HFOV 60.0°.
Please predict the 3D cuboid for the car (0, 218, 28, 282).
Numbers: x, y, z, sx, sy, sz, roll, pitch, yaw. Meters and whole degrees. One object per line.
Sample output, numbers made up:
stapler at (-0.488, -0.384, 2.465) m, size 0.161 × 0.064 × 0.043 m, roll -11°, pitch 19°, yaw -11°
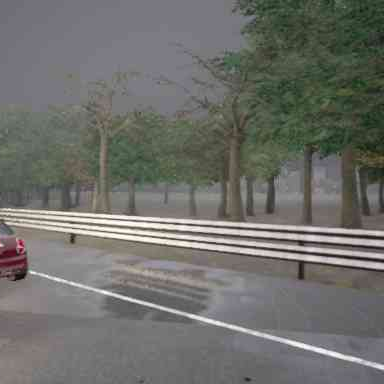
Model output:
car at (-6.297, 1.377, 8.719) m, size 4.553 × 1.767 × 2.097 m, roll 0°, pitch 0°, yaw 37°
